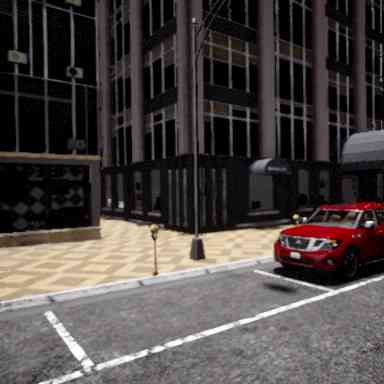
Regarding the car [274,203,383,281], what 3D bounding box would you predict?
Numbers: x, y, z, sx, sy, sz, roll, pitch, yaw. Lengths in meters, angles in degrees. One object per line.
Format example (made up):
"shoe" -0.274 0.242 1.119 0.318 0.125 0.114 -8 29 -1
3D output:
"car" 4.673 1.280 9.908 5.009 1.841 2.192 0 -1 -35
